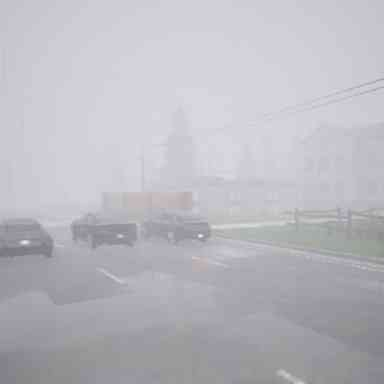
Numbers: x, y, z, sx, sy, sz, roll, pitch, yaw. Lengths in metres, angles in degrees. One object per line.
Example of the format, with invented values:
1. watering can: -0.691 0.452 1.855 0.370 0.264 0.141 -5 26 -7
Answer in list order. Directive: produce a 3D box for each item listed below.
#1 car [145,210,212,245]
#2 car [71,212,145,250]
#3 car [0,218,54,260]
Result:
1. car: -0.947 1.701 16.890 1.837 1.490 4.892 1 0 -33
2. car: -4.260 1.649 15.560 1.882 1.535 5.008 1 -1 -33
3. car: -6.765 1.702 12.994 1.994 1.385 4.181 1 -1 -33
